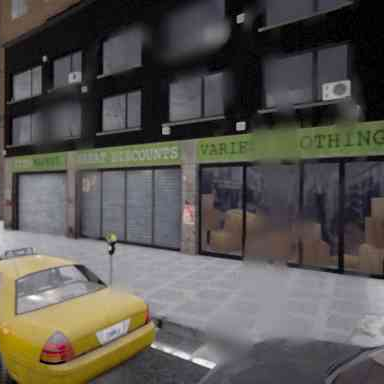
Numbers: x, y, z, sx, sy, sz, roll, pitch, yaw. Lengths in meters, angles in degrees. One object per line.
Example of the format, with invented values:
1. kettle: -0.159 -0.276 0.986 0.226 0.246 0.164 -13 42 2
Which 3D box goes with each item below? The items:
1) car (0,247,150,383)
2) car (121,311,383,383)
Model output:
1. car: -2.752 1.521 5.055 4.829 1.417 1.752 0 1 36
2. car: 1.933 1.551 1.711 4.403 1.369 2.008 0 1 36
